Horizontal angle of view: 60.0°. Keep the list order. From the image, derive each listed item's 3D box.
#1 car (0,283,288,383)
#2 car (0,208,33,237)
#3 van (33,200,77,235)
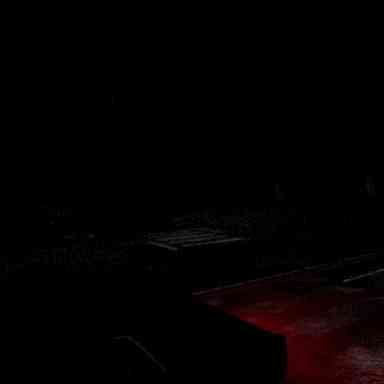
[{"bbox_3d":[-1.460,1.613,2.640,4.718,1.301,1.895,0,0,-35],"label":"car"},{"bbox_3d":[-10.890,1.710,19.009,2.163,1.488,4.792,1,0,-36],"label":"car"},{"bbox_3d":[-8.546,1.486,20.504,1.878,1.987,4.442,1,0,-36],"label":"van"}]
